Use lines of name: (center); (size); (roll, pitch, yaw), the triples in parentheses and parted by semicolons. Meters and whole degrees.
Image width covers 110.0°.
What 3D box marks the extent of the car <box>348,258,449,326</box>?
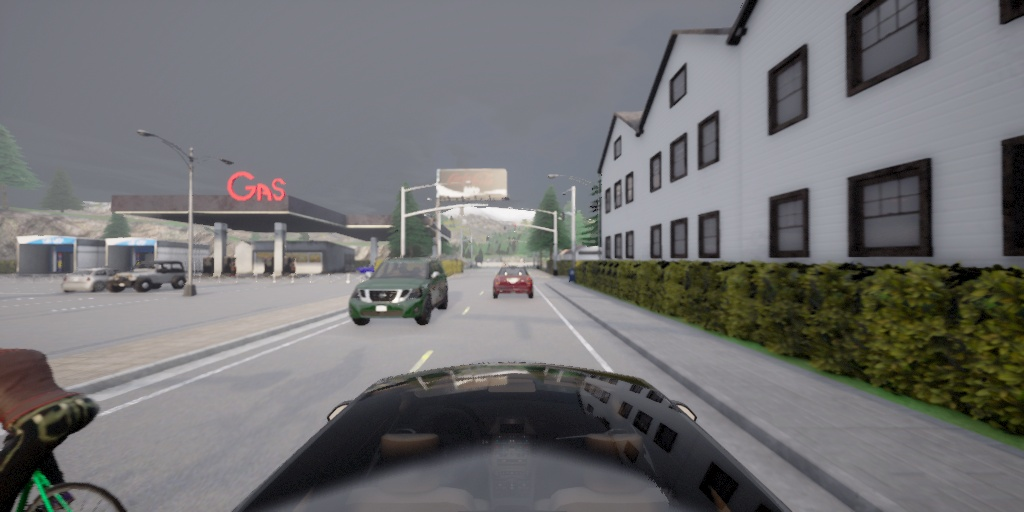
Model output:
car: (-3.601, 1.082, 12.545); (2.150, 2.045, 5.566); (0, 0, -1)

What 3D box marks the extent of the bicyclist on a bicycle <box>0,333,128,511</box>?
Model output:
bicyclist on a bicycle: (-3.043, 1.208, 2.103); (1.656, 1.620, 0.582); (-1, -1, 0)

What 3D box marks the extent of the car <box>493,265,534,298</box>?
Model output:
car: (0.054, 1.292, 19.955); (2.097, 1.767, 4.553); (0, -1, 0)
